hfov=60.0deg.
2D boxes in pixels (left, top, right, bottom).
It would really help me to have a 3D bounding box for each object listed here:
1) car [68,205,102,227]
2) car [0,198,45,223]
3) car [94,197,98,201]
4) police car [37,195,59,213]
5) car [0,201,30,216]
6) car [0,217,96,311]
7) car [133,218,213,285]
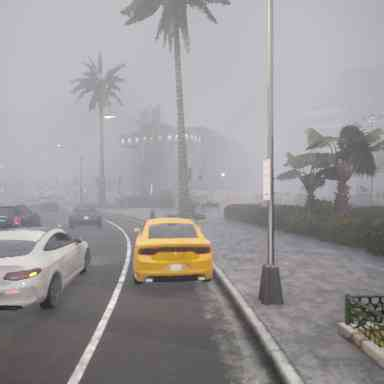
[{"bbox_3d":[-7.191,1.567,22.168,1.994,1.385,4.181,0,0,-21],"label":"car"},{"bbox_3d":[-8.763,1.353,16.053,2.097,1.767,4.553,0,0,-14],"label":"car"},{"bbox_3d":[-26.567,1.583,85.551,4.718,1.301,1.895,0,0,24],"label":"car"},{"bbox_3d":[-16.161,1.427,36.172,1.930,1.638,5.238,0,0,-41],"label":"police car"},{"bbox_3d":[-17.807,1.602,33.102,1.895,1.301,4.718,0,0,-41],"label":"car"},{"bbox_3d":[-3.634,1.527,7.564,1.812,1.442,4.674,0,0,-6],"label":"car"},{"bbox_3d":[-0.664,1.479,9.660,1.882,1.535,5.008,0,0,-7],"label":"car"}]
